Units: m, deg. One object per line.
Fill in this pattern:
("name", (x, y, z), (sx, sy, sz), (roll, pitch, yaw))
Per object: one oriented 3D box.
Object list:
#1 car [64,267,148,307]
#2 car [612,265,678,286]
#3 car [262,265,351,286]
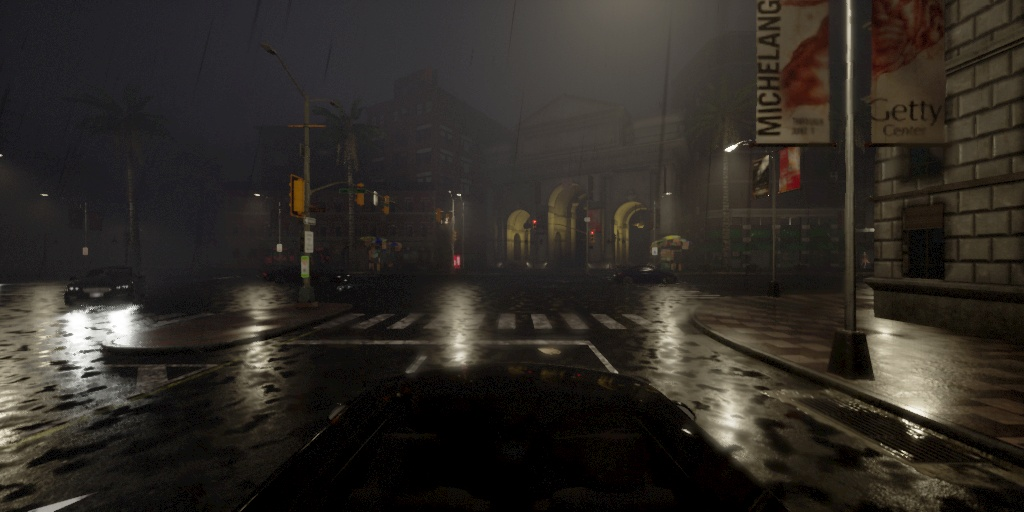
("car", (-17.557, 1.241, 15.743), (2.128, 1.511, 4.902), (1, 0, -39))
("car", (9.084, 1.313, 24.709), (4.181, 1.385, 1.994), (0, 0, 1))
("car", (-14.229, 1.296, 24.938), (5.357, 1.411, 2.033), (0, 0, 1))
